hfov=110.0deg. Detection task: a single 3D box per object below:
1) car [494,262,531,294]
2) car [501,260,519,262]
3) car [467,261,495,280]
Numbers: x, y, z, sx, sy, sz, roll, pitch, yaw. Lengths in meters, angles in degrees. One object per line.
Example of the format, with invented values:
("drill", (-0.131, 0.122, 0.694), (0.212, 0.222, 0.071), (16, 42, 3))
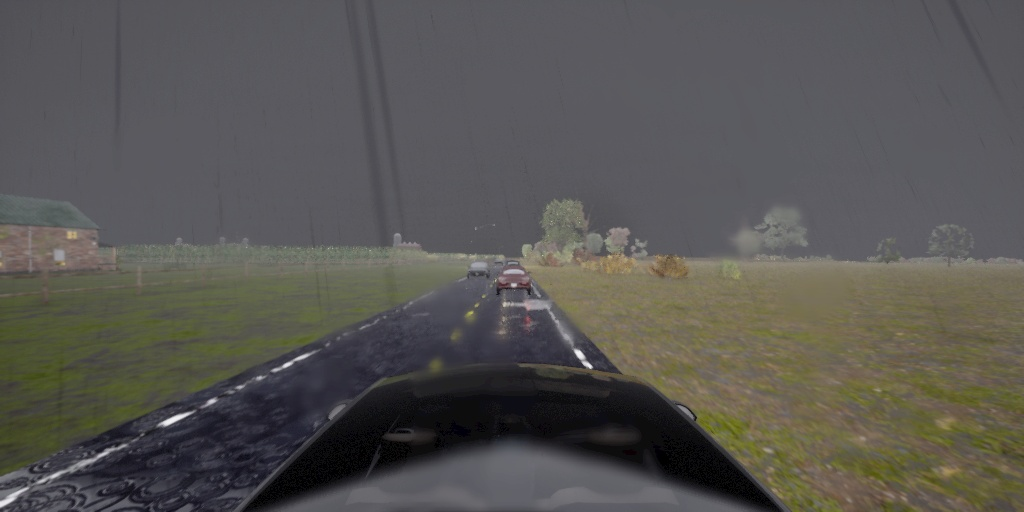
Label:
("car", (0.095, 1.269, 20.052), (1.812, 1.442, 4.674), (0, 0, 0))
("car", (0.092, 1.242, 38.445), (1.837, 1.490, 4.892), (0, 0, 0))
("car", (-2.852, 1.217, 31.874), (1.882, 1.535, 5.008), (0, 0, 0))
